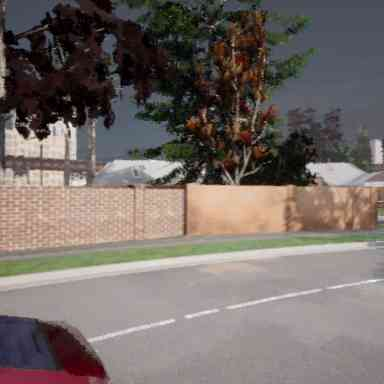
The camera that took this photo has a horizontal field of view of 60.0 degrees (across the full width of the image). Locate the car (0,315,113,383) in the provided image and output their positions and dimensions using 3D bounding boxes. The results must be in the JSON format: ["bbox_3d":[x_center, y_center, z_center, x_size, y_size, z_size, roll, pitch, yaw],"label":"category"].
[{"bbox_3d":[-2.546,1.542,1.849,4.181,1.385,1.994,0,0,-33],"label":"car"}]
